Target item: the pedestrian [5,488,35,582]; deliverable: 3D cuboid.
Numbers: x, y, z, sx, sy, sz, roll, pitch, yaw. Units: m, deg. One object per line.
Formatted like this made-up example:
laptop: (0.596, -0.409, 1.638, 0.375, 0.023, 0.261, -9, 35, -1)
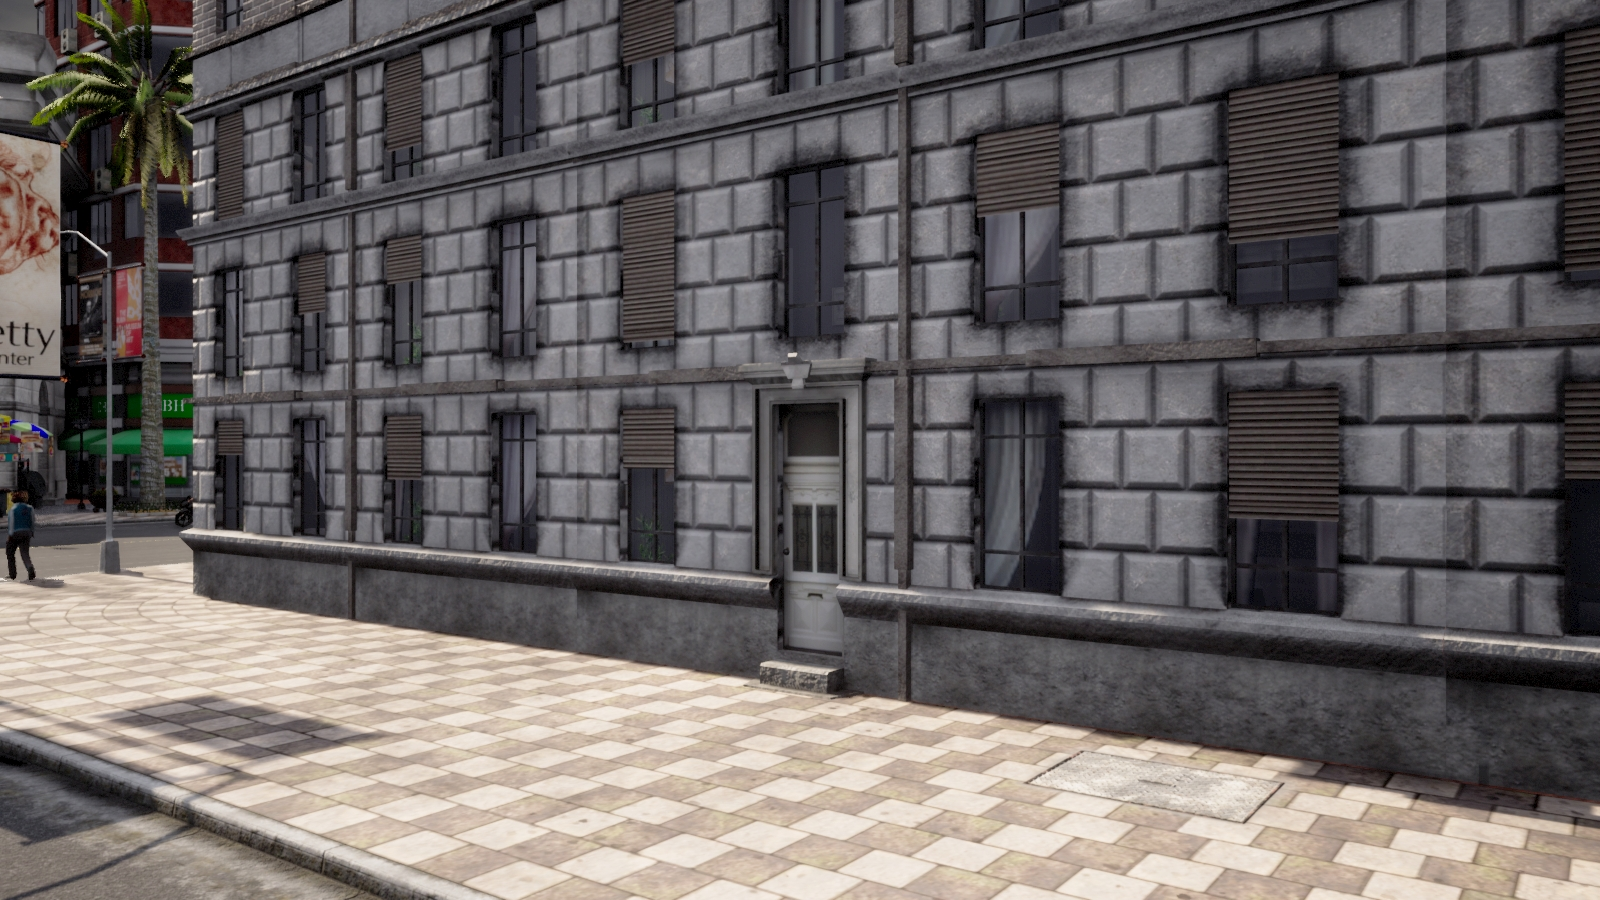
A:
pedestrian: (-15.723, 1.696, 23.033, 0.375, 1.860, 0.375, 0, 0, 30)
